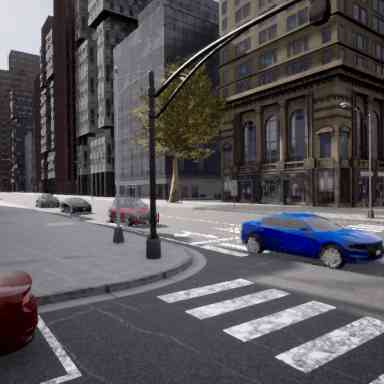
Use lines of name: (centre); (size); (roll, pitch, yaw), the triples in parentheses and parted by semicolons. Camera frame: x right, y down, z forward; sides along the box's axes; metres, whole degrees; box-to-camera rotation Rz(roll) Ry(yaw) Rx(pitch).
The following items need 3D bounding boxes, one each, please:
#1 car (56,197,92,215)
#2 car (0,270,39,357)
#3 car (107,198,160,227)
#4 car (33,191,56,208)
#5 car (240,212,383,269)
car: (-11.351, 1.286, 32.479); (1.882, 1.535, 5.008); (-1, 2, -36)
car: (-4.175, 1.545, 3.660); (4.507, 1.381, 1.887); (0, -1, -36)
car: (-4.003, 1.262, 22.349); (2.097, 1.767, 4.553); (-1, 1, -36)
car: (-18.351, 1.065, 42.183); (2.097, 1.767, 4.553); (-1, 1, -36)
car: (3.855, 1.477, 11.527); (1.882, 1.535, 5.008); (-1, 0, -36)
